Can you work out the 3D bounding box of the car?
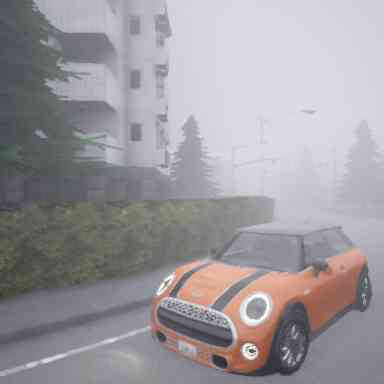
[{"bbox_3d":[1.460,1.391,5.857,2.097,1.767,4.553,-1,-1,43],"label":"car"}]
